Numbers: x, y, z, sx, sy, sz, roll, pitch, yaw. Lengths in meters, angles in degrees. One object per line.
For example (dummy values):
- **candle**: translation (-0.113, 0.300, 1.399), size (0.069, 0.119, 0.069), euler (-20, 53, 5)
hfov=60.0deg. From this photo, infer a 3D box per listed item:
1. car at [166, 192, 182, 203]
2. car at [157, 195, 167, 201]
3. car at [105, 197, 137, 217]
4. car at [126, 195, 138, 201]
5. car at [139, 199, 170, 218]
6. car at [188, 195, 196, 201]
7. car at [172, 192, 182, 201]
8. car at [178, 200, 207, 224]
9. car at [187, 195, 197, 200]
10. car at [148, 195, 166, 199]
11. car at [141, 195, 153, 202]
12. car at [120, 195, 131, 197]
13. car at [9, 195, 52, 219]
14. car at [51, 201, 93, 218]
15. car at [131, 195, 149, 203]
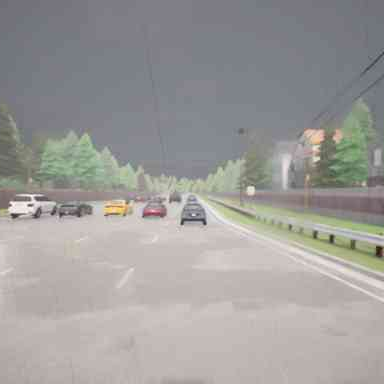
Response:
- **car**: translation (-3.487, 1.260, 67.216), size (2.150, 2.045, 5.566), euler (0, 0, 0)
- **car**: translation (-6.985, 1.472, 77.637), size (1.895, 1.301, 4.718), euler (0, 0, 0)
- **car**: translation (-6.893, 1.496, 31.704), size (1.882, 1.535, 5.008), euler (0, 0, 0)
- **car**: translation (-13.985, 1.401, 77.608), size (1.812, 1.442, 4.674), euler (0, 0, 0)
- **car**: translation (-3.394, 1.582, 30.800), size (1.994, 1.385, 4.181), euler (0, 0, 0)
- **car**: translation (0.015, 1.376, 77.605), size (1.837, 1.490, 4.892), euler (0, 0, 0)
- **car**: translation (-3.485, 1.102, 77.636), size (2.150, 2.045, 5.566), euler (0, 0, 0)
- **car**: translation (0.104, 1.562, 24.624), size (2.033, 1.411, 5.357), euler (0, 0, 0)
- **car**: translation (0.013, 1.390, 67.572), size (2.097, 1.767, 4.553), euler (0, 0, 0)
- **car**: translation (-6.987, 1.536, 67.186), size (2.128, 1.511, 4.902), euler (0, 0, 0)
- **car**: translation (-10.485, 1.402, 77.607), size (2.128, 1.511, 4.902), euler (0, 0, 0)
- **car**: translation (-13.987, 1.578, 67.188), size (2.033, 1.411, 5.357), euler (0, 0, 0)
- **car**: translation (-13.894, 1.239, 29.437), size (2.150, 2.045, 5.566), euler (0, 0, 0)
- **car**: translation (-10.394, 1.509, 30.050), size (2.128, 1.511, 4.902), euler (0, 0, 0)
- **car**: translation (-10.487, 1.389, 67.574), size (2.097, 1.767, 4.553), euler (0, 0, 0)
